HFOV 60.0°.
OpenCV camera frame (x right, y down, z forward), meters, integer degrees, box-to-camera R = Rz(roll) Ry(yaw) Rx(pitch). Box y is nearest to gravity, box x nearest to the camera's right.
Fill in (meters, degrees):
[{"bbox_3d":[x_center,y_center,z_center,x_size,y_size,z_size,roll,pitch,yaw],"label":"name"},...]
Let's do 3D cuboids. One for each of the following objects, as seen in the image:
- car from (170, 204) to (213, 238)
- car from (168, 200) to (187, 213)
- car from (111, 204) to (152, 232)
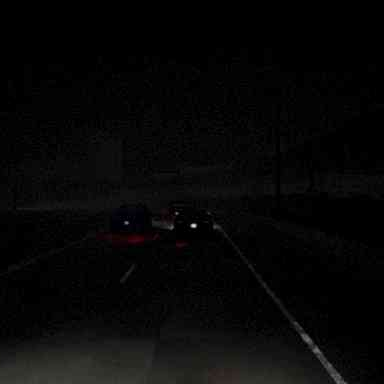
[{"bbox_3d":[0.039,1.557,17.761,1.994,1.385,4.181,0,0,-1],"label":"car"},{"bbox_3d":[-1.499,1.566,35.566,2.128,1.511,4.902,0,-1,-9],"label":"car"},{"bbox_3d":[-3.518,1.469,20.012,1.882,1.535,5.008,0,0,-2],"label":"car"}]
